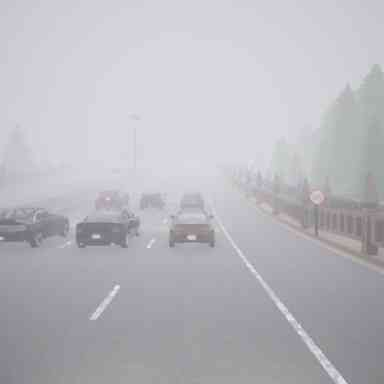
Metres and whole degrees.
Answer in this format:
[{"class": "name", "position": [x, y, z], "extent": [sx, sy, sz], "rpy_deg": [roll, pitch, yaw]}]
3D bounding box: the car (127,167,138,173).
[{"class": "car", "position": [-13.691, -5.098, 76.938], "extent": [1.895, 1.301, 4.718], "rpy_deg": [0, 7, 0]}]

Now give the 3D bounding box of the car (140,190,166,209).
[{"class": "car", "position": [-3.447, 0.605, 29.564], "extent": [1.837, 1.490, 4.892], "rpy_deg": [0, 5, 0]}]

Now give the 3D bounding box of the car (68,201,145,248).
[{"class": "car", "position": [-3.501, 1.416, 14.632], "extent": [1.882, 1.535, 5.008], "rpy_deg": [0, 1, 0]}]

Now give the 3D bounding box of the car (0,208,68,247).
[{"class": "car", "position": [-7.001, 1.432, 14.633], "extent": [2.128, 1.511, 4.902], "rpy_deg": [0, 1, 0]}]

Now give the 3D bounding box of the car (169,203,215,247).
[{"class": "car", "position": [-0.001, 1.461, 14.633], "extent": [1.812, 1.442, 4.674], "rpy_deg": [0, 1, 0]}]

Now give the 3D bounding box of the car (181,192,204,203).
[{"class": "car", "position": [0.053, 0.658, 29.548], "extent": [1.994, 1.385, 4.181], "rpy_deg": [0, 5, 0]}]

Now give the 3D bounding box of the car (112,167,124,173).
[{"class": "car", "position": [-17.191, -5.093, 76.957], "extent": [1.895, 1.301, 4.718], "rpy_deg": [0, 7, 0]}]

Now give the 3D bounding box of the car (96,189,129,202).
[{"class": "car", "position": [-6.947, 0.463, 29.540], "extent": [2.097, 1.767, 4.553], "rpy_deg": [0, 5, 0]}]

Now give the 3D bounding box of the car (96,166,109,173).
[{"class": "car", "position": [-20.691, -5.162, 76.997], "extent": [2.128, 1.511, 4.902], "rpy_deg": [0, 7, 0]}]
